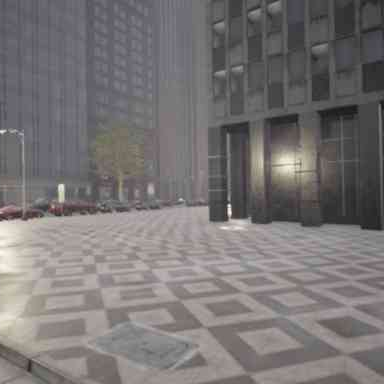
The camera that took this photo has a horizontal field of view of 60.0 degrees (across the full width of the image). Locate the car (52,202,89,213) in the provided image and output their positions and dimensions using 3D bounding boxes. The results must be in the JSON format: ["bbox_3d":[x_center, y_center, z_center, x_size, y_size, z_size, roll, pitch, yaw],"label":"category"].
[{"bbox_3d":[-15.761,1.992,43.375,1.802,1.307,4.206,-1,-1,35],"label":"car"}]

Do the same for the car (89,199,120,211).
[{"bbox_3d":[-12.555,1.835,48.014,1.967,1.590,4.097,-1,-1,35],"label":"car"}]

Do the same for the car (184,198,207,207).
[{"bbox_3d":[0.679,1.803,56.664,1.994,1.385,4.181,-1,-1,34],"label":"car"}]

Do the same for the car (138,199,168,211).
[{"bbox_3d":[-5.547,1.781,43.158,1.947,1.339,4.313,-1,-1,35],"label":"car"}]

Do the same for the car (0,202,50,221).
[{"bbox_3d":[-15.172,1.846,29.248,1.802,1.307,4.206,-1,-1,35],"label":"car"}]

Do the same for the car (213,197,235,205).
[{"bbox_3d":[6.355,1.715,64.881,2.128,1.511,4.902,-1,-1,35],"label":"car"}]

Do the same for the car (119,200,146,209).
[{"bbox_3d":[-9.343,1.964,52.650,1.802,1.307,4.206,-1,-1,35],"label":"car"}]

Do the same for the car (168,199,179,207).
[{"bbox_3d":[-4.800,1.915,54.290,1.895,1.301,4.718,-1,-1,34],"label":"car"}]

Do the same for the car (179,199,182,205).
[{"bbox_3d":[-2.925,1.927,61.926,1.947,1.339,4.313,-1,-1,35],"label":"car"}]

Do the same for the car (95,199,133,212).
[{"bbox_3d":[-10.650,1.830,45.906,2.128,1.511,4.902,-1,-1,35],"label":"car"}]

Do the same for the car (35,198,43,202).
[{"bbox_3d":[-16.370,1.588,37.672,2.150,2.045,5.566,-1,-1,35],"label":"car"}]

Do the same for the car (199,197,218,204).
[{"bbox_3d":[3.492,1.888,71.200,1.887,1.381,4.507,-1,-1,35],"label":"car"}]

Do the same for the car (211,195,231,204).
[{"bbox_3d":[6.698,1.650,75.840,2.192,1.841,5.009,-1,-1,35],"label":"car"}]

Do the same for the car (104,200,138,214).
[{"bbox_3d":[-8.755,1.796,38.522,1.947,1.339,4.313,-1,-1,35],"label":"car"}]

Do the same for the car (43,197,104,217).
[{"bbox_3d":[-11.967,1.561,33.888,2.192,1.841,5.009,-1,-1,35],"label":"car"}]

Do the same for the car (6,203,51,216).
[{"bbox_3d":[-18.970,1.992,38.738,1.947,1.339,4.313,-1,-1,35],"label":"car"}]

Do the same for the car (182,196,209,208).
[{"bbox_3d":[0.870,1.735,52.433,1.887,1.381,4.507,-1,-1,35],"label":"car"}]

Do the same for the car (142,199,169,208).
[{"bbox_3d":[-6.232,1.896,57.148,1.752,1.417,4.829,-1,-1,35],"label":"car"}]

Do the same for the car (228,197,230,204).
[{"bbox_3d":[4.075,1.496,57.072,2.192,1.841,5.009,-1,-1,35],"label":"car"}]

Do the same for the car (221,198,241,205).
[{"bbox_3d":[7.288,1.738,61.706,1.947,1.339,4.313,-1,-1,35],"label":"car"}]
